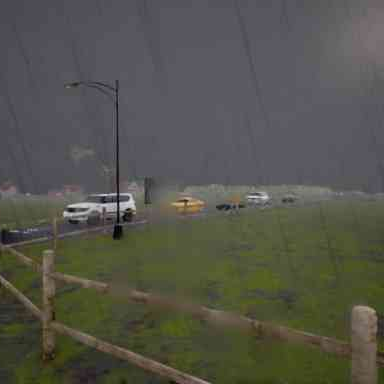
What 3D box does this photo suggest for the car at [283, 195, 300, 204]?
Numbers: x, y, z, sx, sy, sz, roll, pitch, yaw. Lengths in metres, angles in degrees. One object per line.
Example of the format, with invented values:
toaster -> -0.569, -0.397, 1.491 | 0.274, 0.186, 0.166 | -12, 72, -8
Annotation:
car -> 17.299, 1.191, 57.663 | 1.882, 1.535, 5.008 | 0, 0, 31

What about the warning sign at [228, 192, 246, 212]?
warning sign -> 4.207, 0.940, 31.075 | 1.300, 1.860, 1.060 | -1, 0, 31

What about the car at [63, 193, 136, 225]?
car -> -6.357, 1.132, 23.682 | 2.150, 2.045, 5.566 | 0, 0, 31

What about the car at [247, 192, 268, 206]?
car -> 9.845, 0.986, 50.741 | 2.150, 2.045, 5.566 | 0, 0, 31

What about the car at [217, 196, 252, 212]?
car -> 4.523, 1.414, 36.204 | 1.895, 1.301, 4.718 | 0, 0, 31

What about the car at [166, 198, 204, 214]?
car -> -0.636, 1.328, 33.286 | 1.882, 1.535, 5.008 | 0, 0, 31
